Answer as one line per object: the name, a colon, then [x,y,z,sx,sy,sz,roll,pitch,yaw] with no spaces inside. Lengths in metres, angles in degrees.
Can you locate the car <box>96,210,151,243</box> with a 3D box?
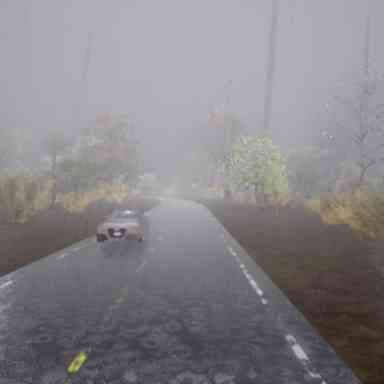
car: [-3.099,1.535,15.758,1.994,1.385,4.181,0,0,0]
